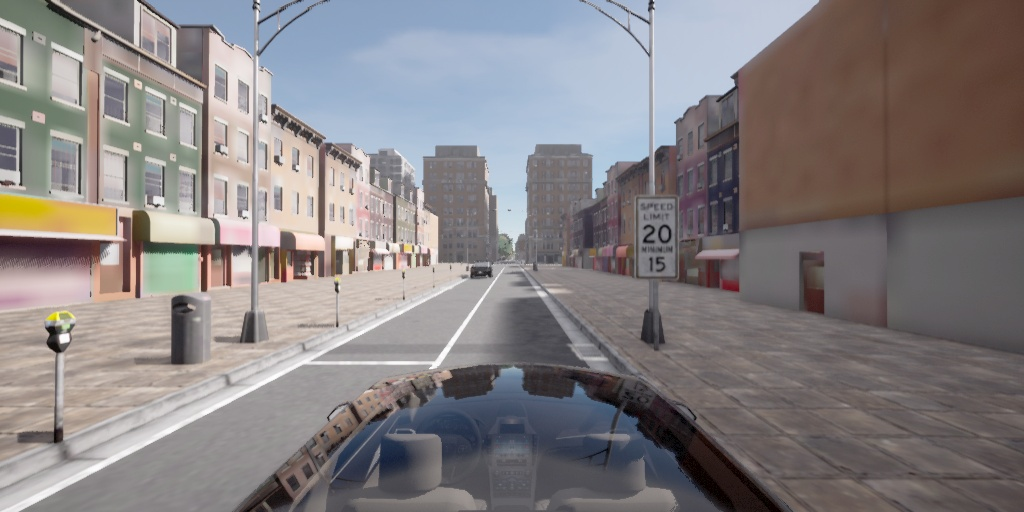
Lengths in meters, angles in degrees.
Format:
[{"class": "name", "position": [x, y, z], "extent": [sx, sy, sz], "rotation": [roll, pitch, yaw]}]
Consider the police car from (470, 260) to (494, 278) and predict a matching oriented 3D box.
[{"class": "police car", "position": [-2.750, 1.212, 33.617], "extent": [1.930, 1.638, 5.238], "rotation": [0, 0, 0]}]
